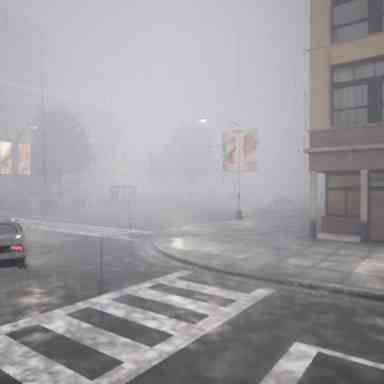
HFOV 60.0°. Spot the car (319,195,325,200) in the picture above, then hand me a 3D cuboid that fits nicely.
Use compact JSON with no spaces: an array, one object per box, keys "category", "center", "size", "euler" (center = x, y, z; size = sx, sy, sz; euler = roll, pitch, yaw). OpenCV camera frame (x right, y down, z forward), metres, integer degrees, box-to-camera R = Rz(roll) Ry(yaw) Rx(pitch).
[{"category":"car","center":[34.478,1.475,88.617],"size":[4.718,1.301,1.895],"euler":[0,0,-25]}]

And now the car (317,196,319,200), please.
[{"category":"car","center":[29.622,1.389,85.574],"size":[4.674,1.452,2.002],"euler":[0,0,-35]}]

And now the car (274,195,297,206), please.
[{"category":"car","center":[14.923,1.466,54.024],"size":[1.994,1.385,4.181],"euler":[0,0,36]}]

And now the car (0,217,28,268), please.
[{"category":"car","center":[-6.223,1.491,10.443],"size":[2.033,1.411,5.357],"euler":[0,0,-29]}]

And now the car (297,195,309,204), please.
[{"category":"car","center":[20.640,1.253,62.114],"size":[2.097,1.767,4.553],"euler":[0,0,37]}]
